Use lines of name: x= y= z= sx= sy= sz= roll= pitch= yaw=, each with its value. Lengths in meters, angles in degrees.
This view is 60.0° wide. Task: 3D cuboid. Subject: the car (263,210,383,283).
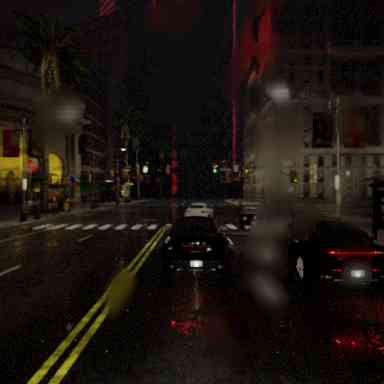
car: x=3.602 y=1.515 z=9.643 sx=1.837 sy=1.490 sz=4.892 roll=0 pitch=0 yaw=0

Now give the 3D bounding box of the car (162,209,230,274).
car: x=0.096 y=1.514 z=10.599 sx=1.837 sy=1.490 sz=4.892 roll=0 pitch=0 yaw=0

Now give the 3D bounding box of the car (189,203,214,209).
car: x=0.666 y=1.550 z=25.568 sx=1.812 sy=1.442 sz=4.674 roll=0 pitch=0 yaw=11

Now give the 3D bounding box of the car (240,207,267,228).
car: x=4.139 y=1.622 z=21.982 sx=1.895 sy=1.301 sz=4.718 roll=0 pitch=0 yaw=9
